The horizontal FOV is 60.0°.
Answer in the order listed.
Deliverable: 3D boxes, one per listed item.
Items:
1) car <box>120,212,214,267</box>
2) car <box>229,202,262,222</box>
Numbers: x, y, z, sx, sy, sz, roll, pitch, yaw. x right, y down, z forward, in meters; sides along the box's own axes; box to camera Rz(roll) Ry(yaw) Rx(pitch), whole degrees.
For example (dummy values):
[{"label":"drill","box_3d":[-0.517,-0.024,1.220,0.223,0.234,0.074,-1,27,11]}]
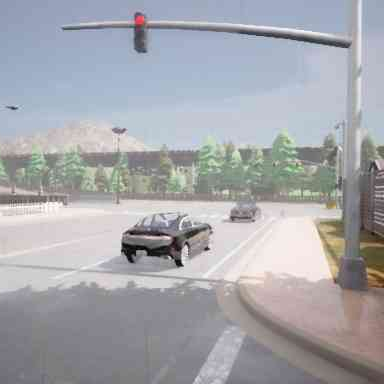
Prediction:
[{"label":"car","box_3d":[-0.602,1.452,11.398,2.128,1.511,4.902,1,0,19]},{"label":"car","box_3d":[4.201,1.504,25.608,2.033,1.411,5.357,1,0,19]}]
